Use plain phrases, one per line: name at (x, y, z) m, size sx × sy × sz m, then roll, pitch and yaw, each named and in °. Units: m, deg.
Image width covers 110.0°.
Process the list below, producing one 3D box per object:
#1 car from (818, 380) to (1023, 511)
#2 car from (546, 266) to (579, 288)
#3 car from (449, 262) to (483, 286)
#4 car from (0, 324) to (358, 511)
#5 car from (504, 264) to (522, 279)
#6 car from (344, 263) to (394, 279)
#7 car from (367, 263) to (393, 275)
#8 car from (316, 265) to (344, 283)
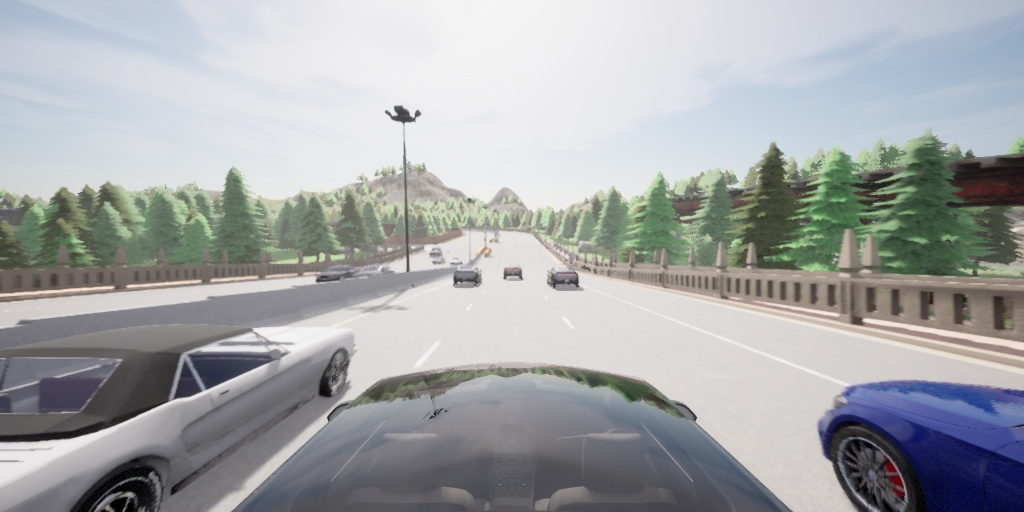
car at (3.600, 1.276, 1.166) m, size 1.812 × 1.442 × 4.674 m, roll 0°, pitch 0°, yaw 0°
car at (3.595, 1.453, 25.837) m, size 2.128 × 1.511 × 4.902 m, roll 0°, pitch -1°, yaw 0°
car at (-3.405, 1.474, 28.118) m, size 2.128 × 1.511 × 4.902 m, roll 0°, pitch -1°, yaw 0°
car at (-3.401, 1.354, 3.632) m, size 1.895 × 1.301 × 4.718 m, roll 0°, pitch 0°, yaw 0°
car at (0.093, 1.559, 37.377) m, size 2.128 × 1.511 × 4.902 m, roll 0°, pitch -1°, yaw 0°
car at (-10.600, 1.471, 27.665) m, size 2.128 × 1.511 × 4.902 m, roll 0°, pitch -1°, yaw 0°
car at (-17.581, 1.670, 47.998) m, size 1.812 × 1.442 × 4.674 m, roll 0°, pitch 0°, yaw 0°
car at (-14.099, 1.500, 29.385) m, size 1.837 × 1.490 × 4.892 m, roll 0°, pitch 0°, yaw 0°
